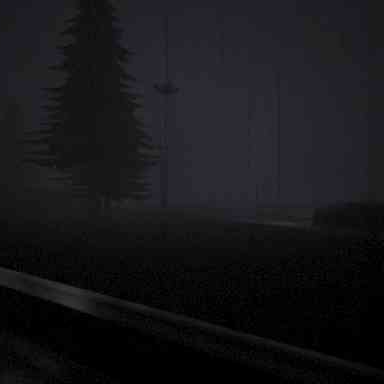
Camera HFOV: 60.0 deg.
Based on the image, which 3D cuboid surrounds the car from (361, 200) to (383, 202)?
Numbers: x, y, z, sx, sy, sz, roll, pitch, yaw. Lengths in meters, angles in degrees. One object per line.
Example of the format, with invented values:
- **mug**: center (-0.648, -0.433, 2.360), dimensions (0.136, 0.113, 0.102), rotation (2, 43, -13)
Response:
- **car**: center (11.622, 1.487, 21.504), dimensions (1.812, 1.442, 4.674), rotation (0, 0, -30)

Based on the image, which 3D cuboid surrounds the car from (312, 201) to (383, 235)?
- **car**: center (9.123, 1.459, 18.842), dimensions (2.128, 1.511, 4.902), rotation (0, 0, -30)

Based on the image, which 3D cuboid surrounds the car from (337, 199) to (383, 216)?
- **car**: center (17.286, 1.489, 32.628), dimensions (2.033, 1.411, 5.357), rotation (0, 0, -30)

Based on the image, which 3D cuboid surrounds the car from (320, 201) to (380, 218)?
- **car**: center (14.392, 1.549, 30.642), dimensions (1.895, 1.301, 4.718), rotation (0, 0, -30)
